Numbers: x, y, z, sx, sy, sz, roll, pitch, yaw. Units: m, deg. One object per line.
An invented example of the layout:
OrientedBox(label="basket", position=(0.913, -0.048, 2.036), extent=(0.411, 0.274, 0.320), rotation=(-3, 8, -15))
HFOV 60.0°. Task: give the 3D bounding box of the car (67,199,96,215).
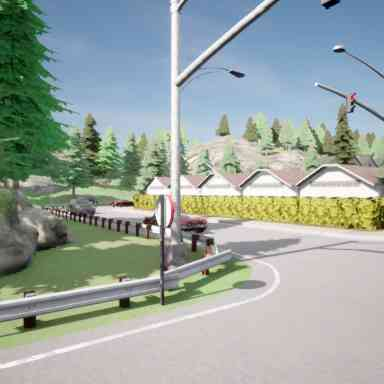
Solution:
OrientedBox(label="car", position=(-11.985, 1.543, 35.988), extent=(2.097, 1.767, 4.553), rotation=(0, 0, -33))

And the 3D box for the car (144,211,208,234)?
OrientedBox(label="car", position=(-1.073, 1.792, 20.154), extent=(1.895, 1.301, 4.718), rotation=(0, 0, -35))

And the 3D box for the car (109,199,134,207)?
OrientedBox(label="car", position=(-11.010, 1.777, 53.305), extent=(1.895, 1.301, 4.718), rotation=(0, 0, 33))

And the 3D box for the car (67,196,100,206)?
OrientedBox(label="car", position=(-16.345, 1.331, 50.624), extent=(2.033, 1.411, 5.357), rotation=(0, 0, 18))
